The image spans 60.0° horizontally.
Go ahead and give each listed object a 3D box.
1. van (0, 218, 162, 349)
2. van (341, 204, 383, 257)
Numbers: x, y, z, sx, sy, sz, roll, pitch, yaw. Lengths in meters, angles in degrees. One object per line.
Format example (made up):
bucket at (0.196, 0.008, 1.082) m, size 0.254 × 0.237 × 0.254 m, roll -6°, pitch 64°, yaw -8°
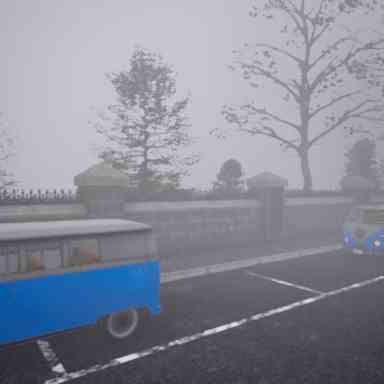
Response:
van at (-2.390, 1.338, 4.854) m, size 3.998 × 1.788 × 1.690 m, roll 0°, pitch 0°, yaw -36°
van at (6.778, 1.292, 11.394) m, size 3.998 × 1.788 × 1.690 m, roll 0°, pitch 0°, yaw -35°
